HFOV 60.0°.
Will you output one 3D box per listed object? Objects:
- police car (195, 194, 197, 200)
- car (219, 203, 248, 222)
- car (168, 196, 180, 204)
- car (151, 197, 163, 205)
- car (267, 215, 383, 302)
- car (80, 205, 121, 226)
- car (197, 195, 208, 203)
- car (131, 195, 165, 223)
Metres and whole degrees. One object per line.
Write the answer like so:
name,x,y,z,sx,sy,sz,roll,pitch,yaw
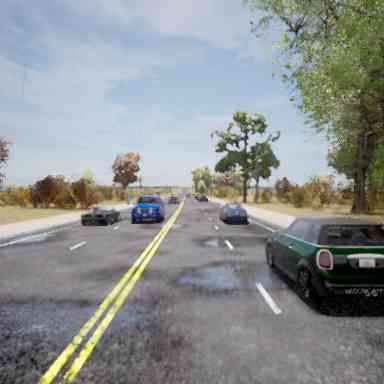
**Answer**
police car,2.595,1.713,89.024,2.038,1.542,4.974,0,0,-1
car,3.311,1.632,27.081,2.033,1.411,5.357,0,0,0
car,-3.607,1.519,67.254,2.097,1.767,4.553,0,0,0
car,-6.842,1.673,64.999,1.837,1.490,4.892,0,0,0
car,3.349,1.380,8.486,2.097,1.767,4.553,0,0,0
car,-6.630,1.678,24.505,1.895,1.301,4.718,0,0,0
car,2.761,1.670,78.014,1.882,1.535,5.008,0,0,-1
car,-3.385,1.305,26.482,2.150,2.045,5.566,0,0,0
